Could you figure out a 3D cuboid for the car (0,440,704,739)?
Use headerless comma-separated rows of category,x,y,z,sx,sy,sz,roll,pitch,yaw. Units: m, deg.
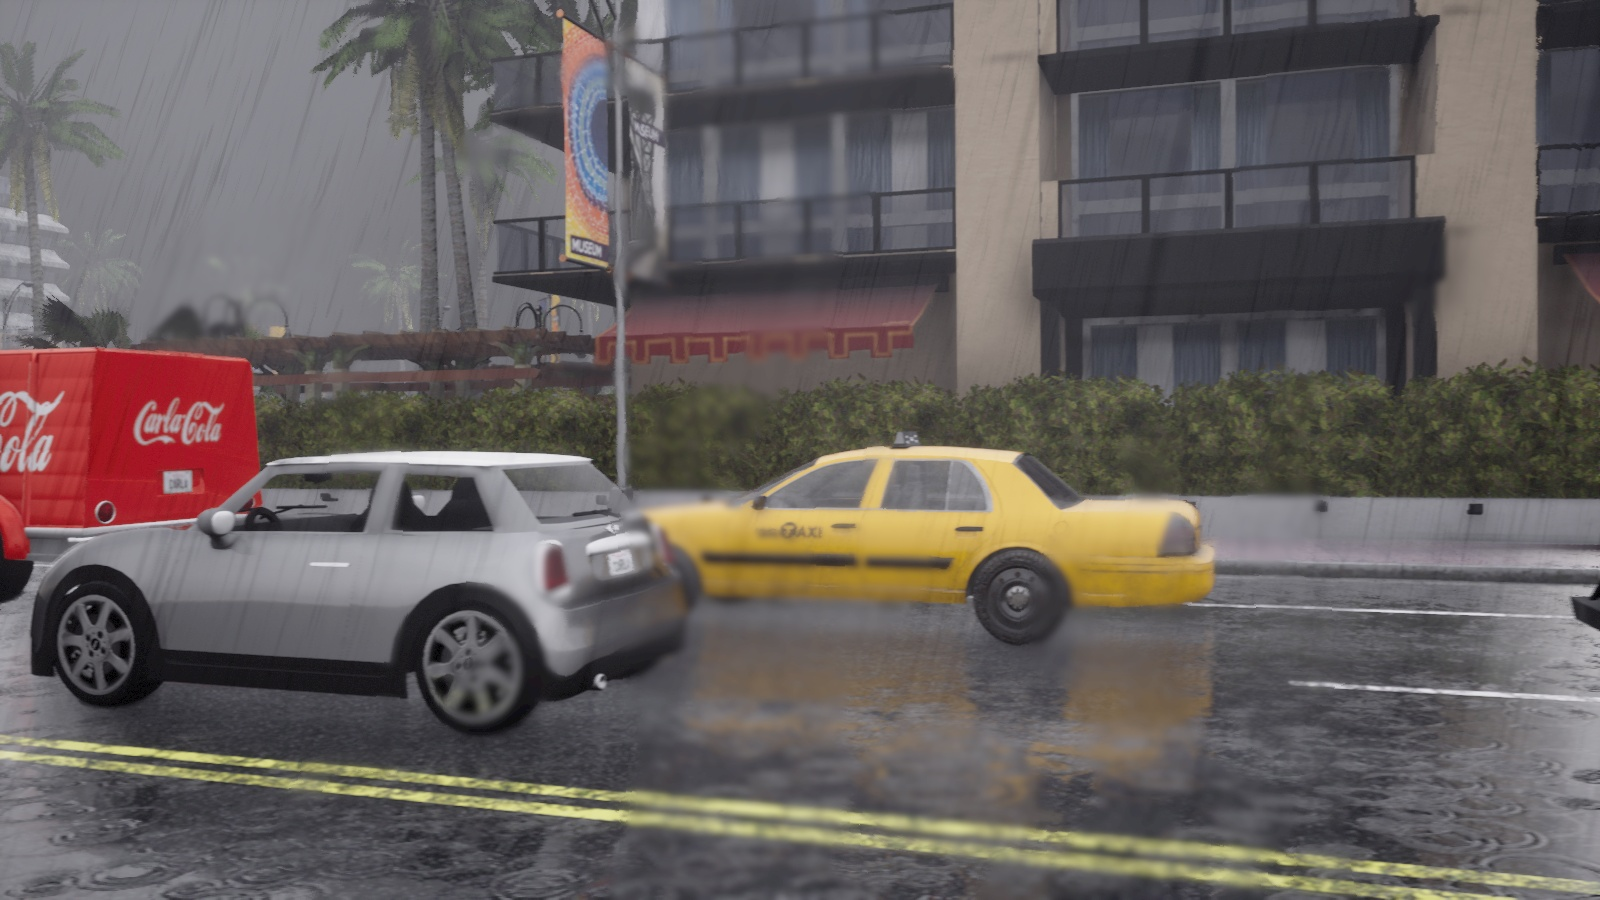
car,-2.744,0.687,7.808,3.806,1.475,1.970,0,1,19

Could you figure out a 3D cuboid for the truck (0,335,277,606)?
truck,-8.696,0.160,13.502,5.204,2.467,2.627,0,1,18

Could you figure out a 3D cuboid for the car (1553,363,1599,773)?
car,5.470,0.547,5.043,3.866,1.878,1.905,0,1,18

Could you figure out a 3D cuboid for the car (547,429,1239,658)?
car,0.754,0.620,10.321,5.366,1.575,1.801,0,1,19
